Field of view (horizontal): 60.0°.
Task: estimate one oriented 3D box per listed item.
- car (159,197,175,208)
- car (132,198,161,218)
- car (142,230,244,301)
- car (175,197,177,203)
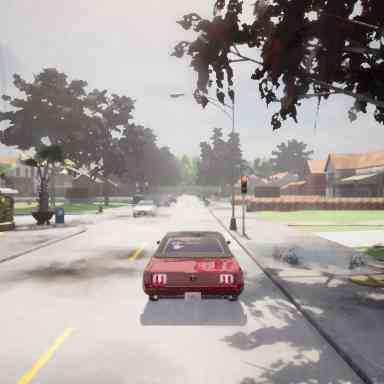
[{"bbox_3d":[-4.154,1.490,48.952,2.128,1.511,4.902,0,0,0],"label":"car"},{"bbox_3d":[-4.136,1.525,30.089,1.812,1.442,4.674,0,0,0],"label":"car"},{"bbox_3d":[0.042,1.601,8.252,1.895,1.301,4.718,0,0,1],"label":"car"},{"bbox_3d":[-4.089,1.601,67.895,1.895,1.301,4.718,0,0,0],"label":"car"}]
